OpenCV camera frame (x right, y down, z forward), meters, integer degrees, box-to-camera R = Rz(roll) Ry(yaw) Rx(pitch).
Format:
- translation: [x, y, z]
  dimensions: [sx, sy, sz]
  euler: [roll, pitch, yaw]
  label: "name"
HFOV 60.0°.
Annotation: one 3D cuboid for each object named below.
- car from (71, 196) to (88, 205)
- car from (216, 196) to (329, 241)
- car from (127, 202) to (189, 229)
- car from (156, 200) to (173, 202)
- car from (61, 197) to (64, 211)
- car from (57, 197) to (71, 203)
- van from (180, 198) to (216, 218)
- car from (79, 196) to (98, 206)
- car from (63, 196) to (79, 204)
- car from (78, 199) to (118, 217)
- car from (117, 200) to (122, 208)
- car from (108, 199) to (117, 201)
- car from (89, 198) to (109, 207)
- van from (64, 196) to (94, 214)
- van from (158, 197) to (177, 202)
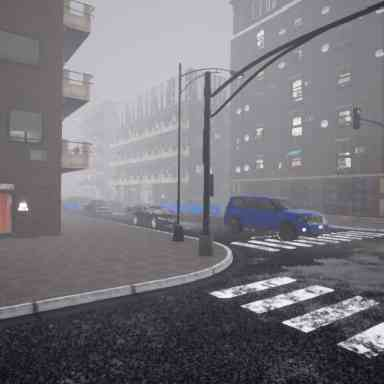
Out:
- translation: [-21.398, 1.606, 62.913]
  dimensions: [1.967, 1.590, 4.097]
  euler: [1, -1, -35]
  label: "car"
- translation: [4.042, 1.226, 17.054]
  dimensions: [2.150, 2.045, 5.566]
  euler: [1, -1, -39]
  label: "car"
- translation: [-2.402, 1.540, 21.630]
  dimensions: [2.008, 1.369, 4.403]
  euler: [1, -1, -35]
  label: "car"
- translation: [-3.697, 1.632, 27.826]
  dimensions: [1.895, 1.301, 4.718]
  euler: [1, -1, -35]
  label: "car"
- translation: [-15.140, 1.581, 40.029]
  dimensions: [2.008, 1.369, 4.403]
  euler: [1, -1, -35]
  label: "car"
- translation: [-27.768, 1.727, 72.111]
  dimensions: [1.887, 1.381, 4.507]
  euler: [1, -1, -35]
  label: "car"
- translation: [0.893, 1.439, 30.717]
  dimensions: [1.690, 1.788, 3.998]
  euler: [1, -1, -35]
  label: "van"
- translation: [-18.214, 1.597, 58.313]
  dimensions: [1.967, 1.590, 4.097]
  euler: [1, -1, -35]
  label: "car"
- translation: [-24.582, 1.614, 67.512]
  dimensions: [1.967, 1.590, 4.097]
  euler: [1, -1, -35]
  label: "car"
- translation: [-8.772, 1.592, 30.829]
  dimensions: [1.802, 1.307, 4.206]
  euler: [1, -1, -35]
  label: "car"
- translation: [-11.846, 1.683, 49.114]
  dimensions: [1.887, 1.381, 4.507]
  euler: [1, -1, -35]
  label: "car"
- translation: [-10.582, 1.579, 37.793]
  dimensions: [1.812, 1.442, 4.674]
  euler: [1, -1, -35]
  label: "car"
- translation: [-15.030, 1.730, 53.713]
  dimensions: [1.802, 1.307, 4.206]
  euler: [1, -1, -35]
  label: "car"
- translation: [-11.954, 1.361, 35.431]
  dimensions: [1.690, 1.788, 3.998]
  euler: [1, -1, -35]
  label: "van"
- translation: [-2.291, 1.450, 35.316]
  dimensions: [1.690, 1.788, 3.998]
  euler: [1, -1, -35]
  label: "van"
